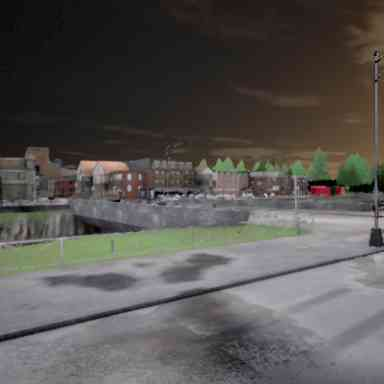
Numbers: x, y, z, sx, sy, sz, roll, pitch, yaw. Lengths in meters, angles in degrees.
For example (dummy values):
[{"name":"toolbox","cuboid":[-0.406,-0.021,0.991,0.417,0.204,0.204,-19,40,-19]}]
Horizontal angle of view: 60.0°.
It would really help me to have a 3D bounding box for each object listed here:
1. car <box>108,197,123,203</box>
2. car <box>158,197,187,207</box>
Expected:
[{"name":"car","cuboid":[-12.730,1.469,55.099,1.895,1.301,4.718,-1,0,-36]},{"name":"car","cuboid":[-2.456,1.343,40.569,1.812,1.442,4.674,-1,0,-36]}]
